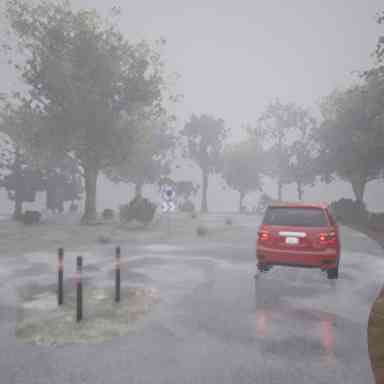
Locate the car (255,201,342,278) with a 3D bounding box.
[{"bbox_3d":[3.596,1.305,10.776,2.150,2.045,5.566,0,0,24],"label":"car"}]
